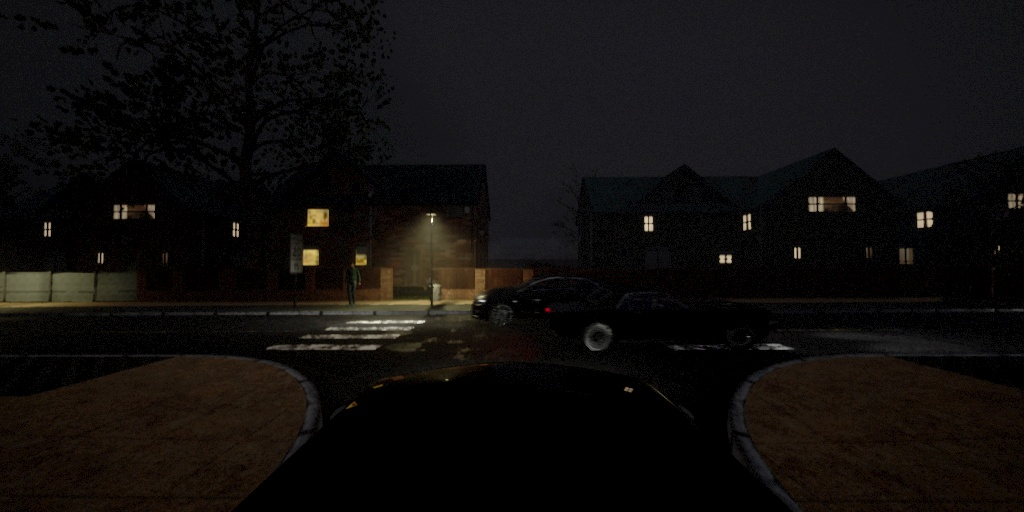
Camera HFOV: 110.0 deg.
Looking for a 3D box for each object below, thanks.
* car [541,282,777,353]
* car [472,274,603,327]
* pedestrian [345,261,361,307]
[{"bbox_3d":[3.160,1.348,8.251,4.718,1.301,1.895,-1,-1,2],"label":"car"},{"bbox_3d":[1.210,1.319,11.270,4.902,1.511,2.128,-1,-1,2],"label":"car"},{"bbox_3d":[-6.452,1.113,14.431,0.375,1.860,0.375,0,-1,2],"label":"pedestrian"}]
